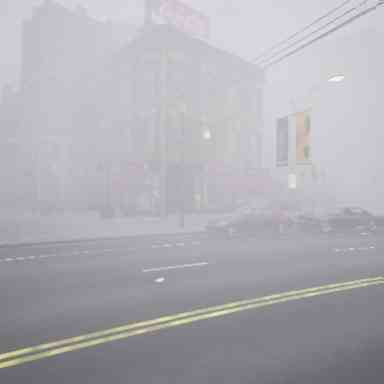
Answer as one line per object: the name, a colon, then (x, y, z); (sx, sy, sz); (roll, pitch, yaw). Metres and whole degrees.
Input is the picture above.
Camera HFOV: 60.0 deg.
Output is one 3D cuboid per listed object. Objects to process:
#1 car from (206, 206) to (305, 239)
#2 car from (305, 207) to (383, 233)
car: (2.960, 1.417, 16.621); (4.674, 1.452, 2.002); (0, 0, -24)
car: (8.312, 1.507, 18.670); (4.718, 1.301, 1.895); (0, 0, -14)
